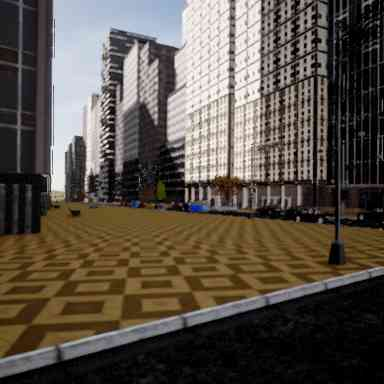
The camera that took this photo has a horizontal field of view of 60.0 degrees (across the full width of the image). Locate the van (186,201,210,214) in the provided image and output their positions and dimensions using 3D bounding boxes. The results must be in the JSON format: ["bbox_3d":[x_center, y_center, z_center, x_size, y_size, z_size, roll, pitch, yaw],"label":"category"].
[{"bbox_3d":[1.154,2.289,49.402,1.690,1.788,3.998,0,-1,-25],"label":"van"}]

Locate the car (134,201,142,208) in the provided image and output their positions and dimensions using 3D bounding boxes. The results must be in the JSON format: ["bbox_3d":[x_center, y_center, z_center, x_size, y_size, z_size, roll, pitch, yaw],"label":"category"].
[{"bbox_3d":[-10.885,3.064,74.809,1.887,1.381,4.507,0,-1,-25],"label":"car"}]

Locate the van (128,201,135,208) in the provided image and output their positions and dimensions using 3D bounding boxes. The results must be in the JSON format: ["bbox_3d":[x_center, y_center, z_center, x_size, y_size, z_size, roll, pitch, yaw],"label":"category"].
[{"bbox_3d":[-13.295,2.977,79.894,1.690,1.788,3.998,0,-1,-25],"label":"van"}]

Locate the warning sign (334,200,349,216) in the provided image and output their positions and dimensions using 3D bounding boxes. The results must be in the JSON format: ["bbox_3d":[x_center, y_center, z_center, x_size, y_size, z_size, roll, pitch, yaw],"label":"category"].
[{"bbox_3d":[17.767,1.902,39.540,1.300,1.860,1.060,2,-1,-25],"label":"warning sign"}]

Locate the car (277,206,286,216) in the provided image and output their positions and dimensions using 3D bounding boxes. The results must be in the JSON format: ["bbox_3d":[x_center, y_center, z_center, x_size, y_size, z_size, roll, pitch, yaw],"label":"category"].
[{"bbox_3d":[13.547,2.411,42.820,1.947,1.339,4.313,0,-1,-25],"label":"car"}]

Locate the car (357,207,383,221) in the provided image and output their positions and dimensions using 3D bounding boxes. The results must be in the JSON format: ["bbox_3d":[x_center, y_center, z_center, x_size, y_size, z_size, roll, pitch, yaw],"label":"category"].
[{"bbox_3d":[18.363,2.178,32.655,2.008,1.369,4.403,0,-1,-25],"label":"car"}]

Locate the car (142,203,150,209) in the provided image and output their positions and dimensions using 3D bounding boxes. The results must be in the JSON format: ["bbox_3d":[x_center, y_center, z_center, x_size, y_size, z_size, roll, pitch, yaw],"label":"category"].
[{"bbox_3d":[-8.405,2.925,69.574,1.752,1.417,4.829,0,-1,-25],"label":"car"}]

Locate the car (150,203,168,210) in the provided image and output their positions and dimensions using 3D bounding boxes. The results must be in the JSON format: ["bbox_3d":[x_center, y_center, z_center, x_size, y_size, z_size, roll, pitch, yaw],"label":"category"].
[{"bbox_3d":[-6.068,2.839,64.645,2.008,1.369,4.403,0,-1,-25],"label":"car"}]

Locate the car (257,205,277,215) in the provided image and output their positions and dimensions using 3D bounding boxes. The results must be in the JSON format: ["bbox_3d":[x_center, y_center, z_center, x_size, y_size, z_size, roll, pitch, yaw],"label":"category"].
[{"bbox_3d":[11.138,2.522,47.902,1.947,1.339,4.313,0,-1,-25],"label":"car"}]

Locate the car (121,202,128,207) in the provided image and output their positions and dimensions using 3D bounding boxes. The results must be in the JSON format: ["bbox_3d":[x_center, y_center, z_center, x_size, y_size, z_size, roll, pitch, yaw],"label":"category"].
[{"bbox_3d":[-18.110,3.415,90.055,1.887,1.381,4.507,0,-1,-25],"label":"car"}]

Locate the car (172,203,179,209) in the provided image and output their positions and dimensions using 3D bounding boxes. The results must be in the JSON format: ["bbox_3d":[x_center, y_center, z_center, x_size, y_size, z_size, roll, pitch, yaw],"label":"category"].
[{"bbox_3d":[-3.312,3.220,78.395,1.802,1.307,4.206,0,-1,-25],"label":"car"}]

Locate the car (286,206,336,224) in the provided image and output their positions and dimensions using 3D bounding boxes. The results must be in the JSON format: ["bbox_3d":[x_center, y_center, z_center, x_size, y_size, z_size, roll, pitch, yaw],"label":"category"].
[{"bbox_3d":[10.791,2.059,29.068,2.008,1.369,4.403,0,-1,-25],"label":"car"}]

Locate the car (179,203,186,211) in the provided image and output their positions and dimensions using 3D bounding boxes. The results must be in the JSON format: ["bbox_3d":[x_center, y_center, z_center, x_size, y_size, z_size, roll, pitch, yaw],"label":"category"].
[{"bbox_3d":[-0.091,2.665,58.300,1.837,1.490,4.892,1,-2,-25],"label":"car"}]

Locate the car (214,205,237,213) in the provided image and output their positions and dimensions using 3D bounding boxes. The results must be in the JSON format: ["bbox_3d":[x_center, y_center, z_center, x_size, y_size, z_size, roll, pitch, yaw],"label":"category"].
[{"bbox_3d":[5.352,2.675,53.888,1.895,1.301,4.718,1,-2,-25],"label":"car"}]
